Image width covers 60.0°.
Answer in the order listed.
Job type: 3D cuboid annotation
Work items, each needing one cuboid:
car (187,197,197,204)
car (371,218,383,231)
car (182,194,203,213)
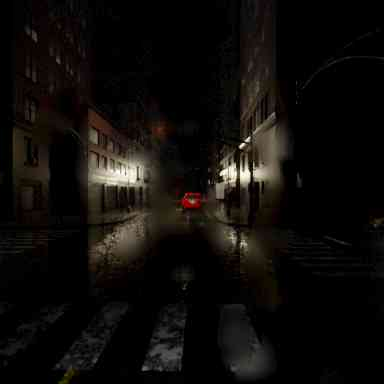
[{"bbox_3d":[-0.039,1.554,62.987,1.895,1.301,4.718,0,0,0],"label":"car"},{"bbox_3d":[12.383,1.512,18.053,4.829,1.417,1.752,0,0,0],"label":"car"},{"bbox_3d":[0.043,1.206,36.772,2.150,2.045,5.566,0,0,0],"label":"car"}]
